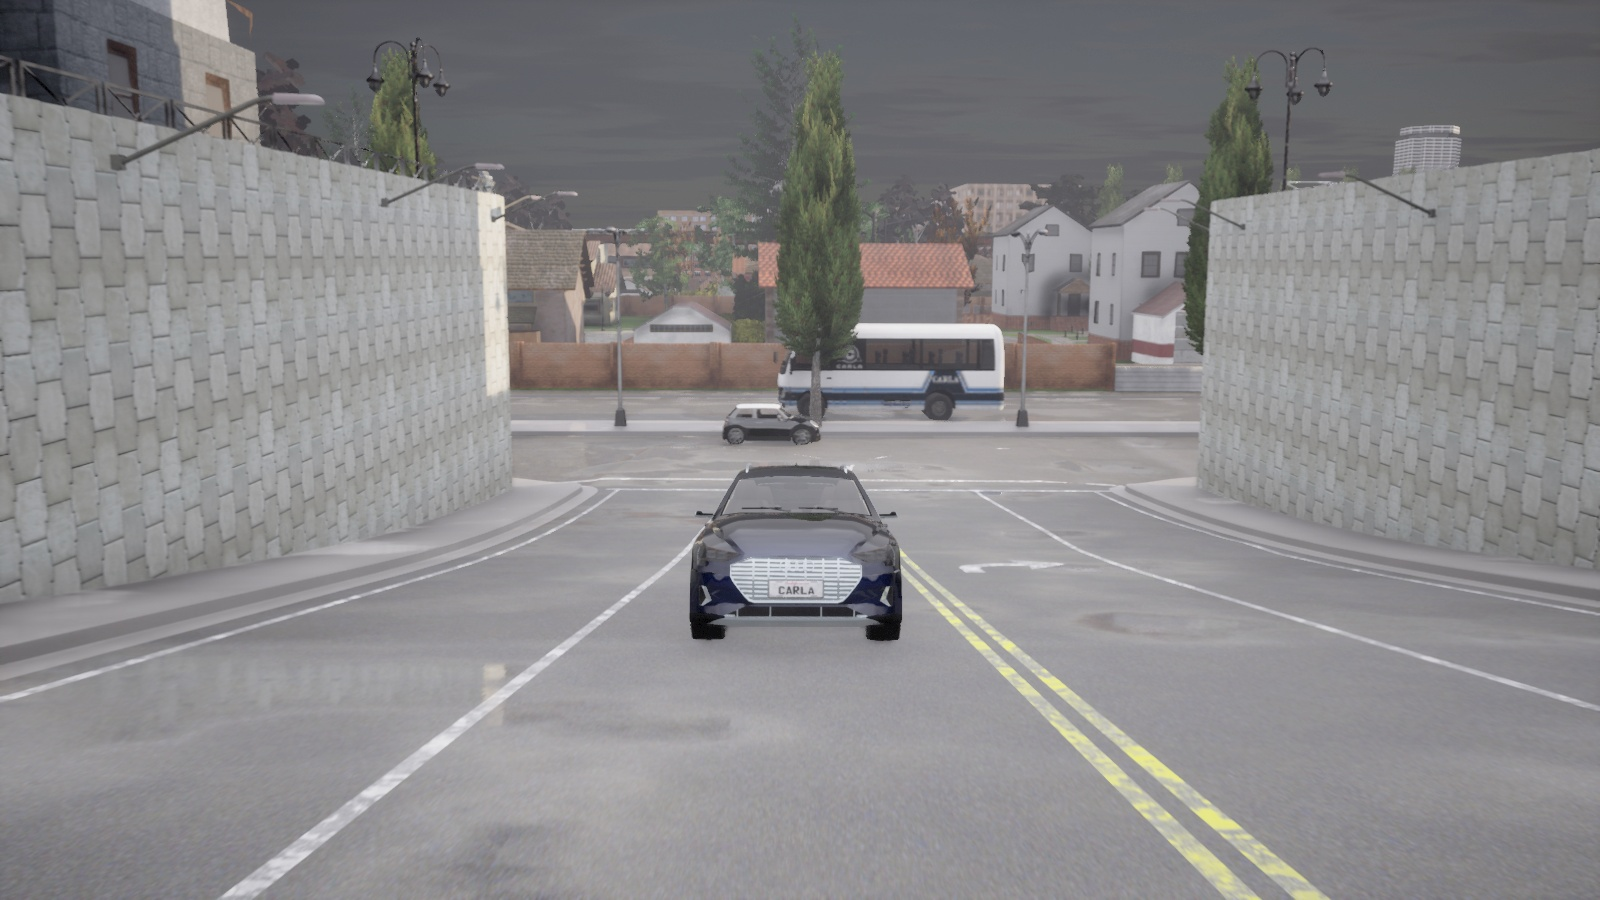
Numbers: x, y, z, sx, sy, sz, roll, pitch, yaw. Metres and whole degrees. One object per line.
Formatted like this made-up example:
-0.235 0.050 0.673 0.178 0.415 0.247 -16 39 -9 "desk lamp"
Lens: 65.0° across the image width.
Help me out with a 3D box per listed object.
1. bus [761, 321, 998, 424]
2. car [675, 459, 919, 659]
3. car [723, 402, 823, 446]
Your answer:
3.404 -3.572 56.666 10.273 4.253 3.944 0 9 -1 "bus"
-0.032 0.950 12.885 2.033 1.649 4.856 0 -1 0 "car"
-1.033 -1.038 48.856 3.806 1.475 1.970 0 8 -1 "car"
